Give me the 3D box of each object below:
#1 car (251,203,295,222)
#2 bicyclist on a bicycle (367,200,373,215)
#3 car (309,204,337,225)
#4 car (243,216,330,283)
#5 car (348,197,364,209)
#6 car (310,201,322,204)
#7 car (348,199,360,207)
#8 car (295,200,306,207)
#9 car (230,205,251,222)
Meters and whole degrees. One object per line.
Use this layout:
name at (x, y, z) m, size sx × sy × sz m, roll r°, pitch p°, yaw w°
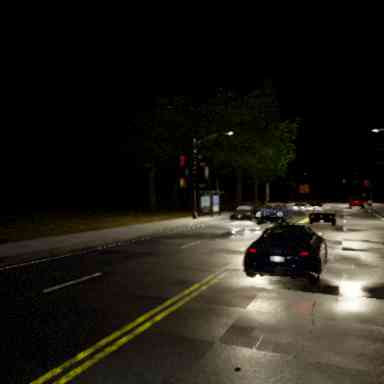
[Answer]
car at (6.394, 1.646, 25.897) m, size 2.097 × 1.767 × 4.553 m, roll -1°, pitch -1°, yaw 25°
bicyclist on a bicycle at (19.588, 1.727, 36.671) m, size 0.659 × 1.776 × 1.843 m, roll -1°, pitch -1°, yaw 25°
car at (10.504, 1.880, 26.576) m, size 1.895 × 1.301 × 4.718 m, roll -1°, pitch -1°, yaw 25°
car at (2.988, 1.678, 10.213) m, size 1.994 × 1.385 × 4.181 m, roll -1°, pitch -1°, yaw 25°
car at (27.108, 1.773, 54.950) m, size 2.150 × 2.045 × 5.566 m, roll -1°, pitch -1°, yaw 24°
car at (23.277, 2.267, 62.429) m, size 1.895 × 1.301 × 4.718 m, roll -1°, pitch -1°, yaw 25°
car at (32.344, 2.213, 66.579) m, size 2.033 × 1.411 × 5.357 m, roll -1°, pitch -1°, yaw 25°
car at (21.874, 2.330, 67.140) m, size 1.895 × 1.301 × 4.718 m, roll -1°, pitch -1°, yaw 25°
car at (4.916, 1.924, 30.463) m, size 1.994 × 1.385 × 4.181 m, roll -1°, pitch -1°, yaw 25°
